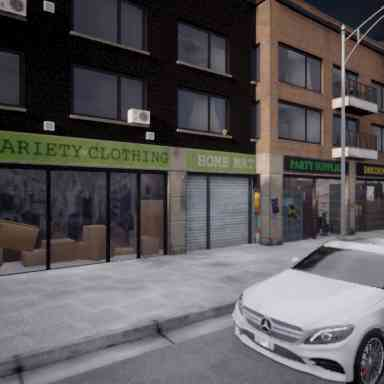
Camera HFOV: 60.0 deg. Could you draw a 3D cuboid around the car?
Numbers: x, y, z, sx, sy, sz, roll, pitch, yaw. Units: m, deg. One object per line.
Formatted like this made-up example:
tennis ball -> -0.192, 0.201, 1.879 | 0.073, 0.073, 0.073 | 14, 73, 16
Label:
car -> 2.763, 1.526, 5.358 | 4.674, 1.442, 1.812 | 0, 0, -36
